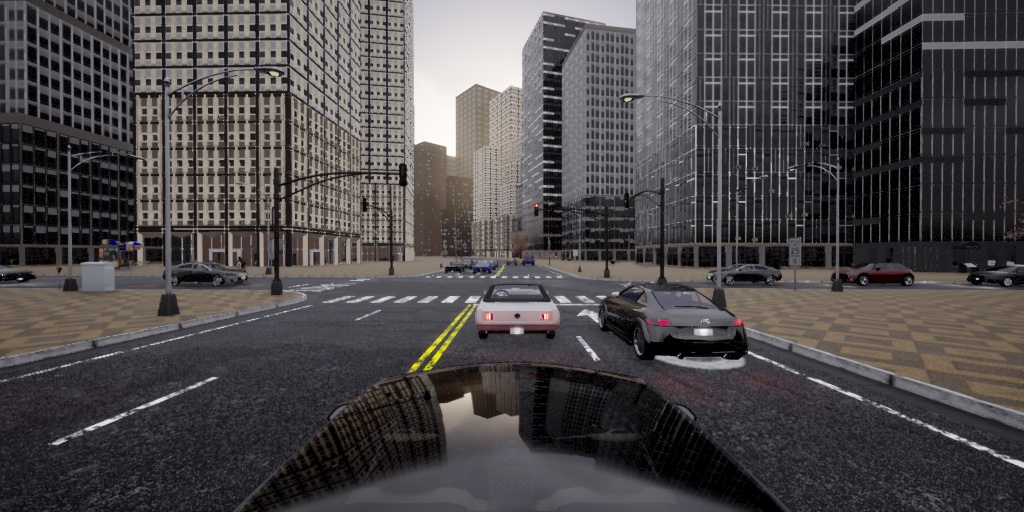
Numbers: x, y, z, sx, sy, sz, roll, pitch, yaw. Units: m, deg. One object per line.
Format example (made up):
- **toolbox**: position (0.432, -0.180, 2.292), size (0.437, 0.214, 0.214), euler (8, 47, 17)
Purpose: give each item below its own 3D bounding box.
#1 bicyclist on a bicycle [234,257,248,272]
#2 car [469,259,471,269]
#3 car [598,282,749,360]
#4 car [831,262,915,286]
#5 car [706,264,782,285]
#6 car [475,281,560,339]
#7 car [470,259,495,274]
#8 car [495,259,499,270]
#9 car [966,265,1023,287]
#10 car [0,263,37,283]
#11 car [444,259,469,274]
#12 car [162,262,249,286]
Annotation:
- **bicyclist on a bicycle**: position (-24.630, 0.872, 32.559), size (0.582, 1.620, 1.656), euler (0, 1, 2)
- **car**: position (-6.473, 1.206, 51.696), size (1.837, 1.490, 4.892), euler (0, 0, 0)
- **car**: position (3.372, 1.312, 8.334), size (1.994, 1.385, 4.181), euler (0, 0, 0)
- **car**: position (25.959, 1.204, 25.951), size (4.553, 1.767, 2.097), euler (0, 0, 1)
- **car**: position (16.877, 1.302, 26.168), size (4.902, 1.511, 2.128), euler (0, 0, 1)
- **car**: position (0.120, 1.348, 10.054), size (1.895, 1.301, 4.718), euler (0, 0, 0)
- **car**: position (-3.251, 1.199, 40.669), size (1.882, 1.535, 5.008), euler (0, 0, 0)
- **car**: position (-3.227, 1.230, 50.012), size (1.812, 1.442, 4.674), euler (0, 0, 0)
- **car**: position (35.860, 1.402, 25.714), size (4.892, 1.490, 1.837), euler (0, 0, 1)
- **car**: position (-35.611, 1.140, 24.125), size (5.357, 1.411, 2.033), euler (0, 0, 2)
- **car**: position (-6.502, 1.321, 41.345), size (1.895, 1.301, 4.718), euler (0, 0, 0)
- **car**: position (-20.166, 1.157, 23.703), size (4.902, 1.511, 2.128), euler (0, 0, 2)
